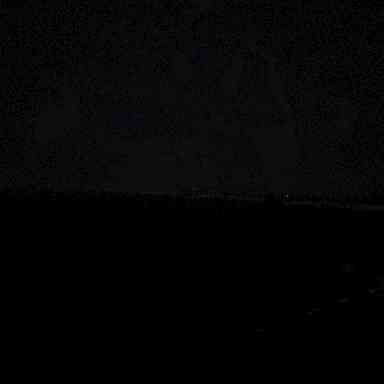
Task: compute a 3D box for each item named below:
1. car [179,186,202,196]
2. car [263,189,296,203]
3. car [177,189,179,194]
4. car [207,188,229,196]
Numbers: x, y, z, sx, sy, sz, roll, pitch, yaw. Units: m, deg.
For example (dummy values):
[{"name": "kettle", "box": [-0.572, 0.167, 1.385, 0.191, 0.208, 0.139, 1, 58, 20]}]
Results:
[{"name": "car", "box": [0.038, 0.011, 62.723, 1.994, 1.385, 4.181, -3, 4, -35]}, {"name": "car", "box": [12.001, 0.460, 45.609, 2.097, 1.767, 4.553, -3, 4, -35]}, {"name": "car", "box": [-1.286, -0.424, 69.357, 2.128, 1.511, 4.902, -3, 4, -35]}, {"name": "car", "box": [4.694, -0.054, 60.982, 1.837, 1.490, 4.892, -3, 4, -35]}]
